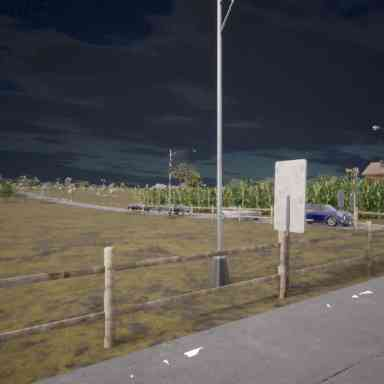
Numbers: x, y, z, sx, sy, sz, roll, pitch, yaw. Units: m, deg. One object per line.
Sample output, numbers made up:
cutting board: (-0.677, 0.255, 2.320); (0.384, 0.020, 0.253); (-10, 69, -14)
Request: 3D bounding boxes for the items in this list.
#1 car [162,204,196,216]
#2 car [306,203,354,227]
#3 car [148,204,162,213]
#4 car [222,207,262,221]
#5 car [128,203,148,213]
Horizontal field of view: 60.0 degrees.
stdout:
car: (-1.398, 2.225, 41.320); (1.837, 1.490, 4.892); (3, -3, -35)
car: (9.947, 1.668, 25.497); (2.097, 1.767, 4.553); (3, -3, -37)
car: (-4.423, 2.539, 50.629); (1.994, 1.385, 4.181); (3, -2, -35)
car: (4.659, 2.107, 32.799); (1.895, 1.301, 4.718); (3, -3, -35)
car: (-8.051, 2.368, 50.732); (1.882, 1.535, 5.008); (3, -2, -35)
